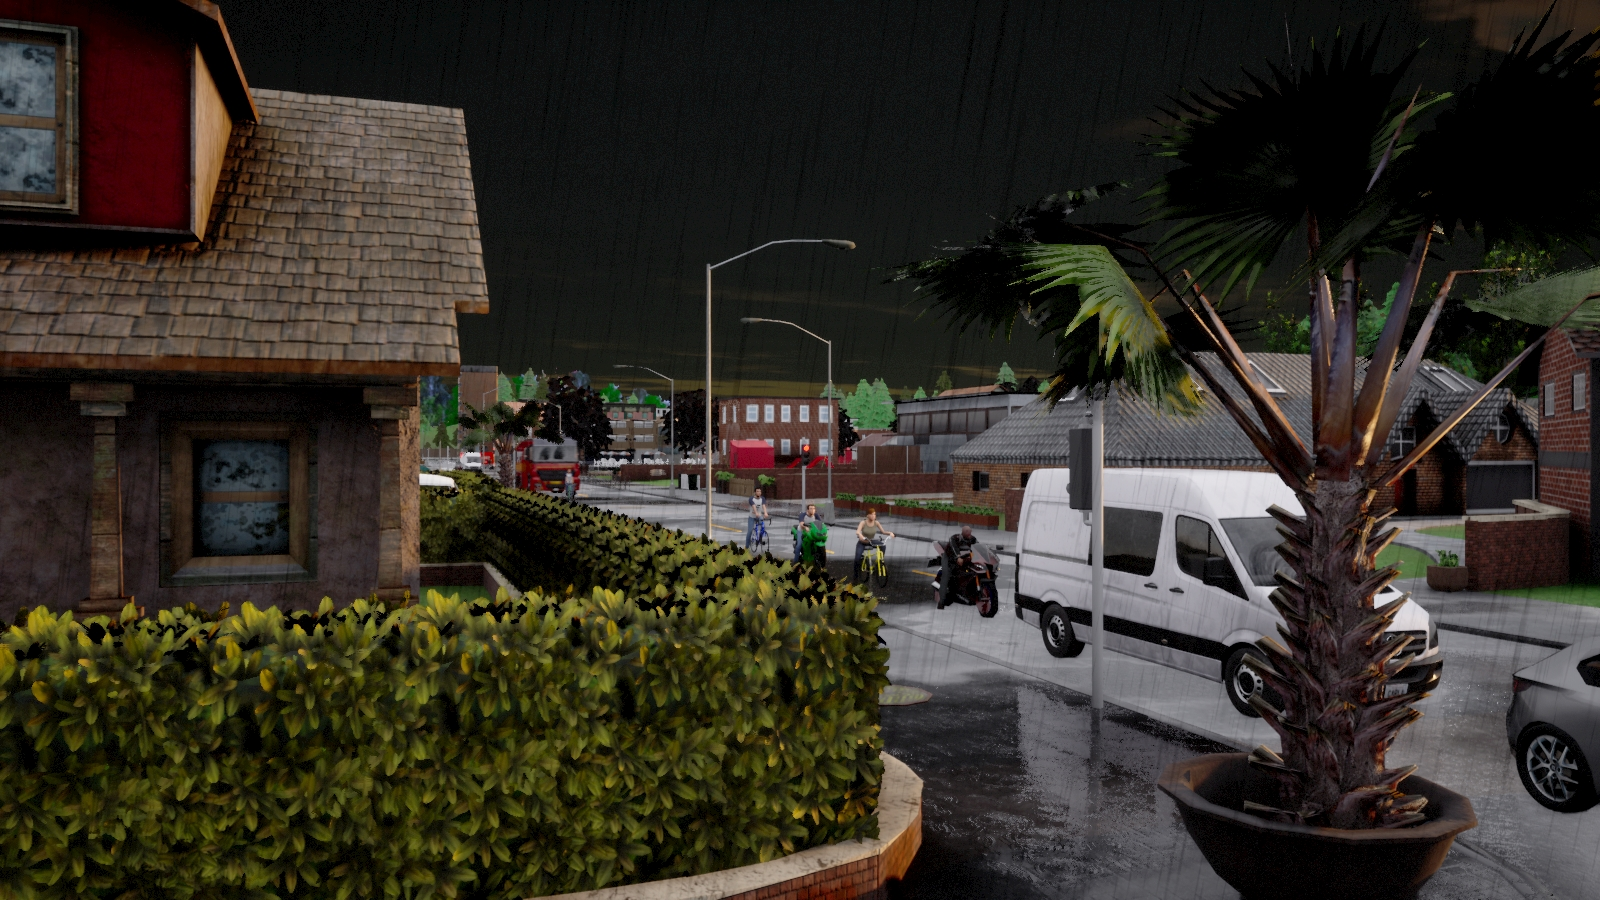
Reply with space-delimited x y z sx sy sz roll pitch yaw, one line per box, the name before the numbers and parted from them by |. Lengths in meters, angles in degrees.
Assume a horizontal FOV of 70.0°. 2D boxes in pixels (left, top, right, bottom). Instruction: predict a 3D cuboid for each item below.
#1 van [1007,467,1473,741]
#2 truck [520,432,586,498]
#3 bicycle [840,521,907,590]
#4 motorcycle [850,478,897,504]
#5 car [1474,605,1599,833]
van | 4.968 1.536 14.187 1.988 2.561 5.915 0 0 -20
truck | -15.489 0.892 71.122 2.891 3.827 8.468 0 0 -20
bicycle | 1.507 2.159 23.649 0.859 1.276 1.487 0 0 -19
motorcycle | 3.921 2.158 60.829 2.356 1.307 0.764 0 0 -20
car | 6.935 2.067 7.651 1.816 1.474 4.193 0 0 -12
